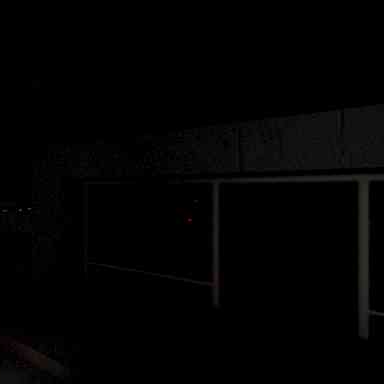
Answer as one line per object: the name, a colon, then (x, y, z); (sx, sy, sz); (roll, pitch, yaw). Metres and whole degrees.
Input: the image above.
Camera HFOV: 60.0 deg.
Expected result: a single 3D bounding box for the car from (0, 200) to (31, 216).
car: (-15.239, 1.520, 30.688); (1.837, 1.490, 4.892); (0, 0, 34)
